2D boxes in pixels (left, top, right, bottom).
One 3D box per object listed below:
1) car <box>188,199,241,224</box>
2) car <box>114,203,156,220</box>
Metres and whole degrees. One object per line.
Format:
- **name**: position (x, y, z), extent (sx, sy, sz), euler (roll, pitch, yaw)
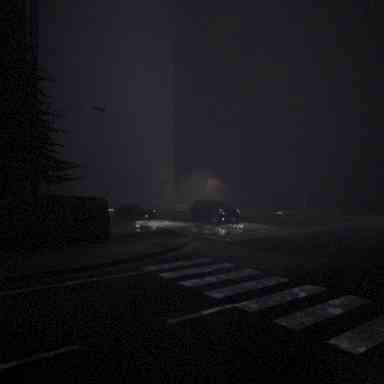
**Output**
- **car**: position (1.668, 1.404, 25.448), extent (2.097, 1.767, 4.553), euler (0, 0, -36)
- **car**: position (-4.934, 1.653, 28.668), extent (1.895, 1.301, 4.718), euler (0, 0, -36)
